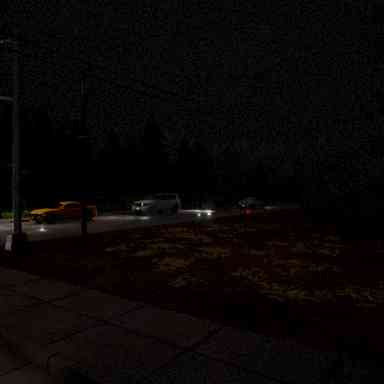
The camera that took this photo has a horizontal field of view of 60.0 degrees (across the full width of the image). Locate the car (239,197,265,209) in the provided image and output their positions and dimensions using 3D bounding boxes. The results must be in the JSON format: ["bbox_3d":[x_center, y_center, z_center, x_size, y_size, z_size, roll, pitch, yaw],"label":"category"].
[{"bbox_3d":[7.557,1.399,41.836,1.812,1.442,4.674,0,0,37],"label":"car"}]

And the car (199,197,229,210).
[{"bbox_3d":[2.799,1.403,41.602,1.837,1.490,4.892,0,0,37],"label":"car"}]

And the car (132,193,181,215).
[{"bbox_3d":[-3.426,1.174,33.246,2.150,2.045,5.566,0,0,36],"label":"car"}]

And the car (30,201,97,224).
[{"bbox_3d":[-9.542,1.484,25.007,1.882,1.535,5.008,0,0,37],"label":"car"}]
